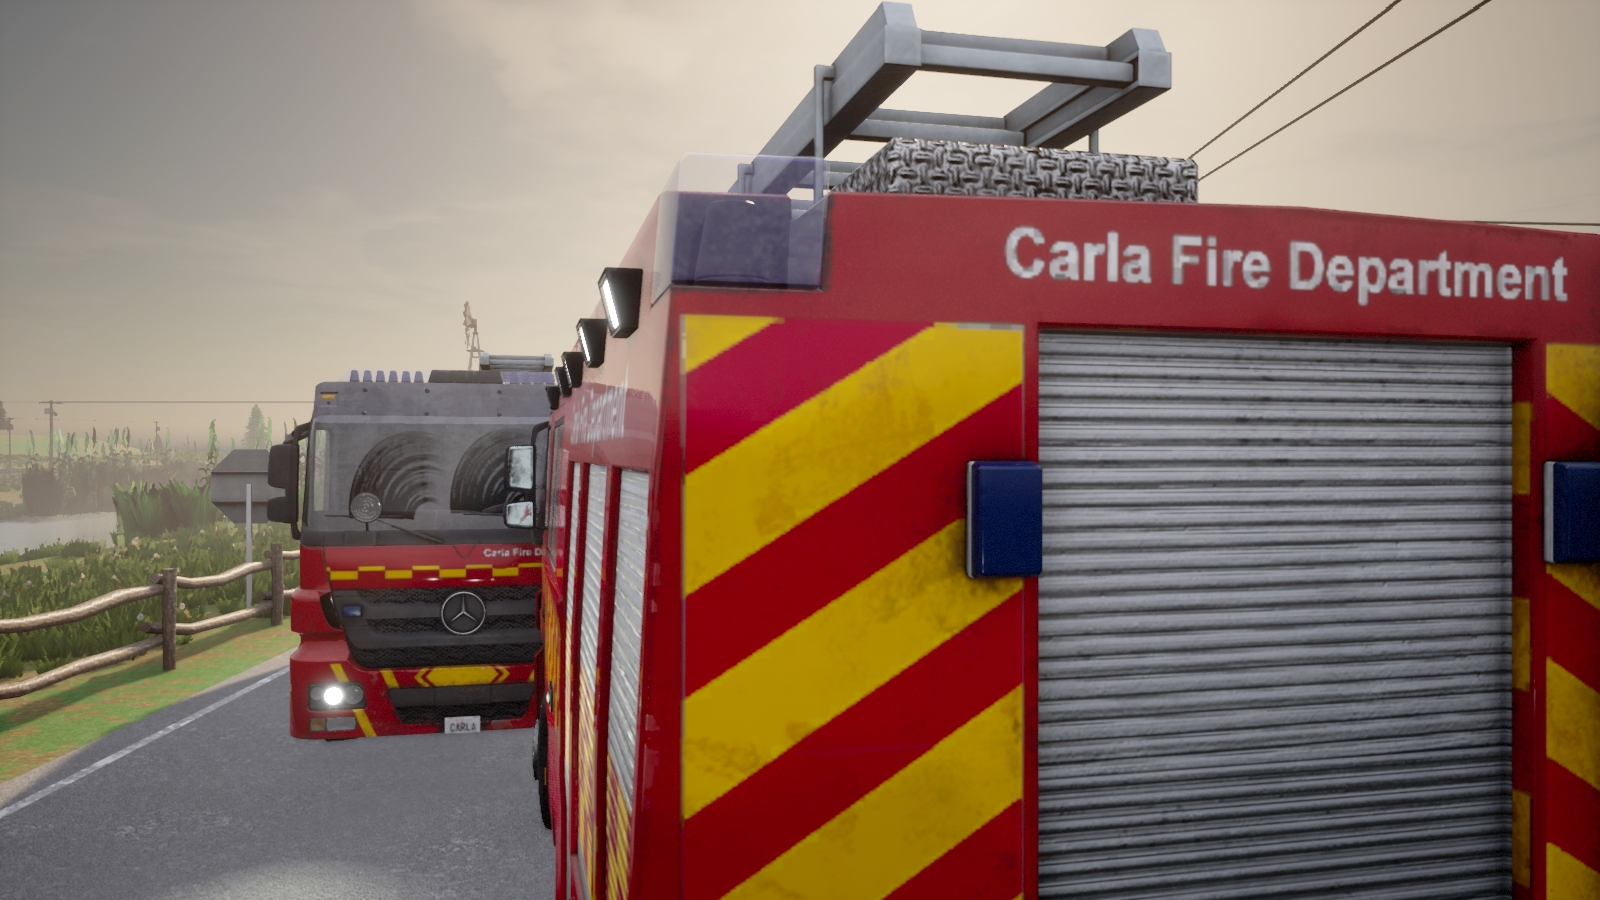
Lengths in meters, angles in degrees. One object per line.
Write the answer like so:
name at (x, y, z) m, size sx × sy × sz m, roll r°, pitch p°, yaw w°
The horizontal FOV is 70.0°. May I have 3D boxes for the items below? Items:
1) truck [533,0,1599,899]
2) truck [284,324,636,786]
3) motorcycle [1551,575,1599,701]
truck at (-0.045, 0.867, 6.871) m, size 2.891 × 3.827 × 8.468 m, roll 0°, pitch 0°, yaw -14°
truck at (-3.898, 0.863, 13.918) m, size 2.891 × 3.827 × 8.468 m, roll 0°, pitch 0°, yaw -14°
motorcycle at (9.797, 2.143, 13.151) m, size 1.805 × 1.316 × 0.856 m, roll 0°, pitch 0°, yaw -7°
